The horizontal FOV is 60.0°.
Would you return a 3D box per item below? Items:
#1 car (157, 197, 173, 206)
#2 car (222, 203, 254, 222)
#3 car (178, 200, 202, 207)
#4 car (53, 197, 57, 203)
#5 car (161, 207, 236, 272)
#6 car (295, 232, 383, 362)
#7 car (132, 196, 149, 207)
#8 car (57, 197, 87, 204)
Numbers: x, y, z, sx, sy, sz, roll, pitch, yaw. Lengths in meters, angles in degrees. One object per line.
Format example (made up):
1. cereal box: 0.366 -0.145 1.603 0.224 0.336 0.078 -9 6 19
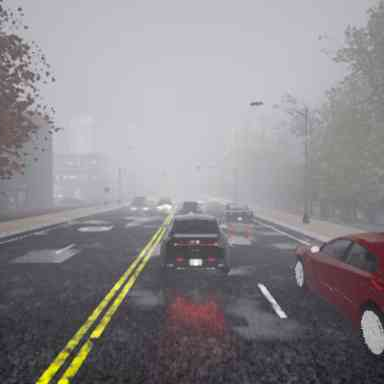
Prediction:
1. car: -3.819 1.344 48.041 1.994 1.385 4.181 0 0 0
2. car: 3.175 1.486 24.520 1.895 1.301 4.718 0 0 -1
3. car: -0.126 1.401 26.951 1.812 1.442 4.674 0 0 -1
4. car: -29.139 1.510 66.654 4.403 1.369 2.008 -1 2 -1
5. car: 0.088 1.455 10.531 1.837 1.490 4.892 0 0 0
6. car: 3.348 1.450 5.865 1.882 1.535 5.008 0 0 0
7. car: -7.057 1.266 45.995 1.882 1.535 5.008 0 0 0
8. car: -20.670 1.551 58.277 4.313 1.339 1.947 -1 1 -1
